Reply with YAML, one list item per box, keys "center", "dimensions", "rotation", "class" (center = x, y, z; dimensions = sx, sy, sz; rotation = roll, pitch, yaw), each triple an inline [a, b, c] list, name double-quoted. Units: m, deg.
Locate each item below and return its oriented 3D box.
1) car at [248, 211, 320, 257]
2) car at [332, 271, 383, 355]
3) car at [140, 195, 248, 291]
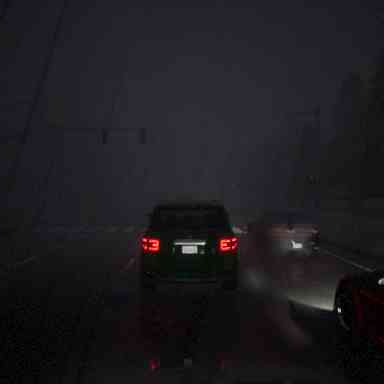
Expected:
- center: [3.336, 1.492, 12.951]
  dimensions: [2.128, 1.511, 4.902]
  rotation: [0, 0, 0]
  class: "car"
- center: [3.425, 1.564, 4.043]
  dimensions: [1.994, 1.385, 4.181]
  rotation: [0, 0, -1]
  class: "car"
- center: [-0.098, 1.221, 9.194]
  dimensions: [2.150, 2.045, 5.566]
  rotation: [0, 0, -1]
  class: "car"
